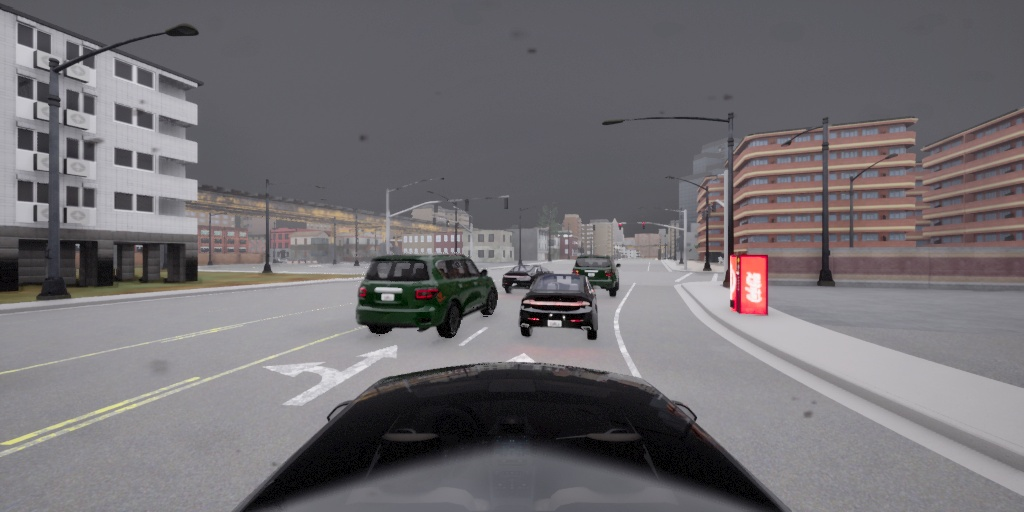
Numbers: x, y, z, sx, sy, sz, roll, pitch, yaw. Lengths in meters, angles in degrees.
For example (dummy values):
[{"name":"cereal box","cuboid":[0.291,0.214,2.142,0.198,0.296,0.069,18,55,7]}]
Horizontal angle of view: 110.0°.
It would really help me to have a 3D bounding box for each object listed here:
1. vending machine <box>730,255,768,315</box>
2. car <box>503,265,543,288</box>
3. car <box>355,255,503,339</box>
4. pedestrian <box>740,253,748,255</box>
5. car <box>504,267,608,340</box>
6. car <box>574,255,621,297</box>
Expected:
[{"name":"vending machine","cuboid":[7.821,0.945,11.848,1.100,2.100,0.880,0,0,20]},{"name":"car","cuboid":[1.124,1.241,20.177,2.128,1.511,4.902,0,0,24]},{"name":"car","cuboid":[-2.093,0.974,10.420,2.150,2.045,5.566,0,0,13]},{"name":"pedestrian","cuboid":[8.055,0.795,12.467,0.375,1.860,0.375,0,0,21]},{"name":"car","cuboid":[1.444,1.241,10.101,2.128,1.511,4.902,0,0,12]},{"name":"car","cuboid":[4.572,0.971,19.341,2.150,2.045,5.566,0,0,19]}]
